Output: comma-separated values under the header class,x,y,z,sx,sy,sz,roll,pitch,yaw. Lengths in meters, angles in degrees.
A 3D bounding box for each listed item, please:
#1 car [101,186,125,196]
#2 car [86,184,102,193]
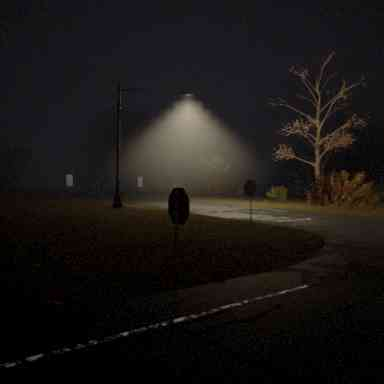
class,x,y,z,sx,sy,sz,roll,pitch,yaw
car,-12.162,-0.181,52.364,1.994,1.385,4.181,0,2,-35
car,-17.483,-0.688,59.841,2.097,1.767,4.553,0,2,-35
